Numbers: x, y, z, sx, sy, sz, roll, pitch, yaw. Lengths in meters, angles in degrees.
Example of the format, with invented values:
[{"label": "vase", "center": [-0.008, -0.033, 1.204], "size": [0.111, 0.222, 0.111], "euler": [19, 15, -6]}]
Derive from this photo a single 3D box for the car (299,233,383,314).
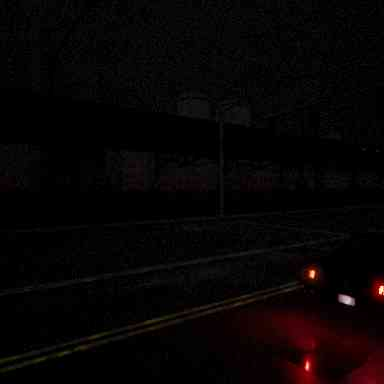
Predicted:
[{"label": "car", "center": [4.440, 1.519, 6.921], "size": [4.718, 1.301, 1.895], "euler": [-1, 0, -35]}]
